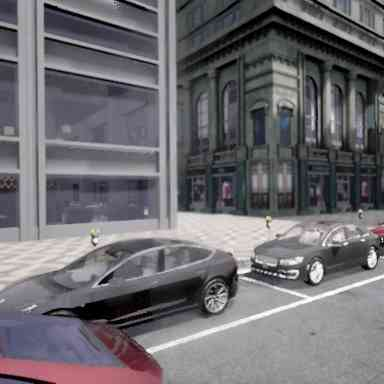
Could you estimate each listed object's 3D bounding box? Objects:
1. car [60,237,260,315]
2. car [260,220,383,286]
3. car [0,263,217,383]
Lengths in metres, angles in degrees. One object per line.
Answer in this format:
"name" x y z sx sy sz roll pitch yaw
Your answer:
"car" -1.079 1.551 5.882 4.313 1.339 1.947 0 0 -35
"car" 3.509 1.501 9.155 4.403 1.369 2.008 0 0 -35
"car" -2.113 1.568 1.870 4.181 1.385 1.994 0 0 -35
